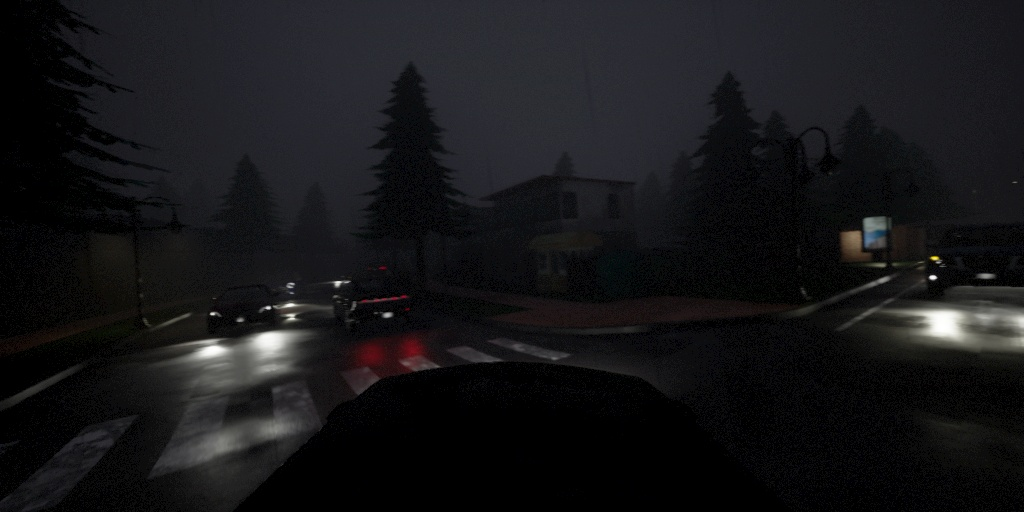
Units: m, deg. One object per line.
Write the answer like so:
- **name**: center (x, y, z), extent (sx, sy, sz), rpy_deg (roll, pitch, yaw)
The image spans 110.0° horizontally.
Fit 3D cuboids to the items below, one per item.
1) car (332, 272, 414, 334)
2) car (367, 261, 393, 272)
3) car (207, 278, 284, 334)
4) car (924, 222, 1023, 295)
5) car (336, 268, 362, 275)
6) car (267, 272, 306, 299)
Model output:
- **car**: center (-4.830, 1.510, 12.166), extent (2.128, 1.511, 4.902), rpy_deg (-3, 1, -33)
- **car**: center (-15.688, 1.596, 43.430), extent (2.150, 2.045, 5.566), rpy_deg (-3, 0, -2)
- **car**: center (-9.864, 1.811, 13.444), extent (1.812, 1.442, 4.674), rpy_deg (-3, 1, -30)
- **car**: center (14.468, 0.029, 10.853), extent (5.566, 2.045, 2.150), rpy_deg (-3, 1, -35)
- **car**: center (-19.247, 2.143, 42.363), extent (1.994, 1.385, 4.181), rpy_deg (-3, 0, -4)
- **car**: center (-14.673, 1.829, 22.904), extent (2.097, 1.767, 4.553), rpy_deg (-3, 1, -22)
